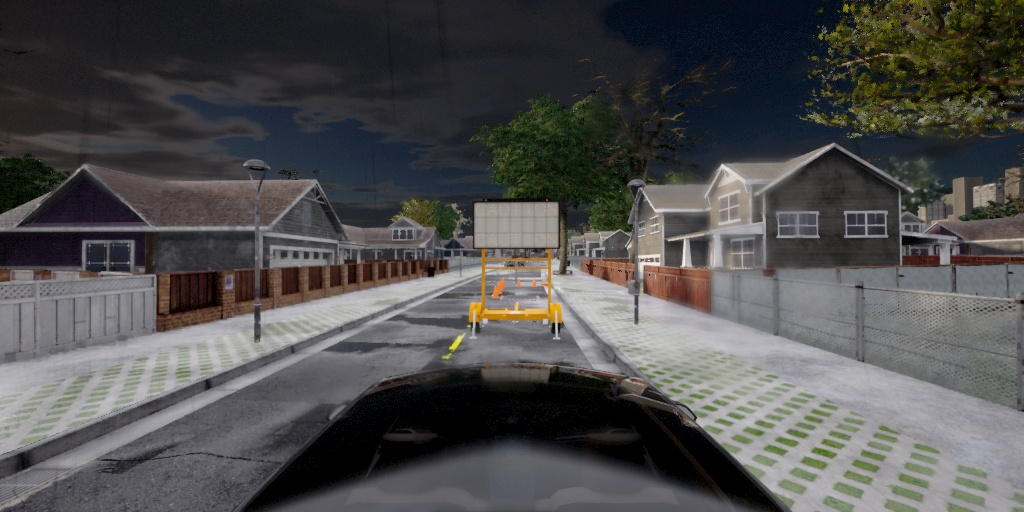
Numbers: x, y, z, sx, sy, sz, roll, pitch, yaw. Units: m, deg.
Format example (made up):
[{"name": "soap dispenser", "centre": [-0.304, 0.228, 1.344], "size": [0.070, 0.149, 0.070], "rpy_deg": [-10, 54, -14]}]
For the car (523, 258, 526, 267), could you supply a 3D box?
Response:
[{"name": "car", "centre": [1.345, 1.062, 62.059], "size": [1.837, 1.490, 4.892], "rpy_deg": [0, 0, 6]}]

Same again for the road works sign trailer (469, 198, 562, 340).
[{"name": "road works sign trailer", "centre": [0.126, 0.212, 10.022], "size": [2.380, 3.560, 2.880], "rpy_deg": [0, 0, 2]}]

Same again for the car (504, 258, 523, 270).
[{"name": "car", "centre": [0.007, 1.193, 50.167], "size": [1.994, 1.385, 4.181], "rpy_deg": [0, 0, 6]}]
